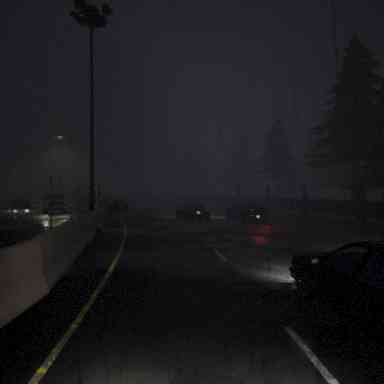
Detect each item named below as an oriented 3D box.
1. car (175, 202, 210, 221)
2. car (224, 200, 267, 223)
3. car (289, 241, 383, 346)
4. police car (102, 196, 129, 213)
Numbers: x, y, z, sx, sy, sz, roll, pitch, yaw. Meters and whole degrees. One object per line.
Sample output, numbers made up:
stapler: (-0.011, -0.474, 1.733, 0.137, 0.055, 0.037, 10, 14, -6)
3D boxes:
car: (-0.035, 1.439, 25.582, 1.994, 1.385, 4.181, 0, 0, -14)
car: (3.850, 1.376, 24.548, 1.837, 1.490, 4.892, 0, 0, -13)
car: (3.313, 1.513, 5.301, 2.033, 1.411, 5.357, 0, 0, -4)
police car: (-7.935, 1.273, 35.039, 1.930, 1.638, 5.238, 0, 0, -21)
